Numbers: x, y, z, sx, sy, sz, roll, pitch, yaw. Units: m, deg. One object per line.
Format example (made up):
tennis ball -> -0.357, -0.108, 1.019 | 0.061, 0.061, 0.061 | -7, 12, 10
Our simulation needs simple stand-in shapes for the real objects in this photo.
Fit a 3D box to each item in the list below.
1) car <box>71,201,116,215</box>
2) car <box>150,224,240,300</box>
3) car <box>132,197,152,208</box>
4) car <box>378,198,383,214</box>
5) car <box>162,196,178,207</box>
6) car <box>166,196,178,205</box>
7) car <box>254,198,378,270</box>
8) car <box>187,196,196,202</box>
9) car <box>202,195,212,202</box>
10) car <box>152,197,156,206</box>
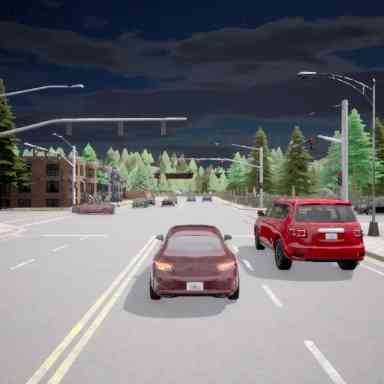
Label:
car -> -9.684, 1.564, 32.905 | 4.181, 1.385, 1.994 | 0, 0, 0
car -> 0.049, 1.526, 8.266 | 1.812, 1.442, 4.674 | 0, 0, 0
car -> -7.165, 1.505, 46.954 | 1.837, 1.490, 4.892 | 0, 0, 0
car -> 18.272, 1.352, 32.531 | 4.553, 1.767, 2.097 | 0, 0, 0
car -> -3.648, 1.601, 51.734 | 1.895, 1.301, 4.718 | 0, 0, 0
car -> -3.653, 1.505, 62.021 | 1.837, 1.490, 4.892 | 0, 0, 0
car -> 3.557, 1.221, 11.146 | 2.150, 2.045, 5.566 | 0, 0, 0
car -> -0.125, 1.553, 74.657 | 1.994, 1.385, 4.181 | 0, 0, 0
car -> 3.382, 1.355, 74.428 | 2.097, 1.767, 4.553 | 0, 0, 0
car -> -7.179, 1.547, 56.698 | 2.033, 1.411, 5.357 | 0, 0, 0
